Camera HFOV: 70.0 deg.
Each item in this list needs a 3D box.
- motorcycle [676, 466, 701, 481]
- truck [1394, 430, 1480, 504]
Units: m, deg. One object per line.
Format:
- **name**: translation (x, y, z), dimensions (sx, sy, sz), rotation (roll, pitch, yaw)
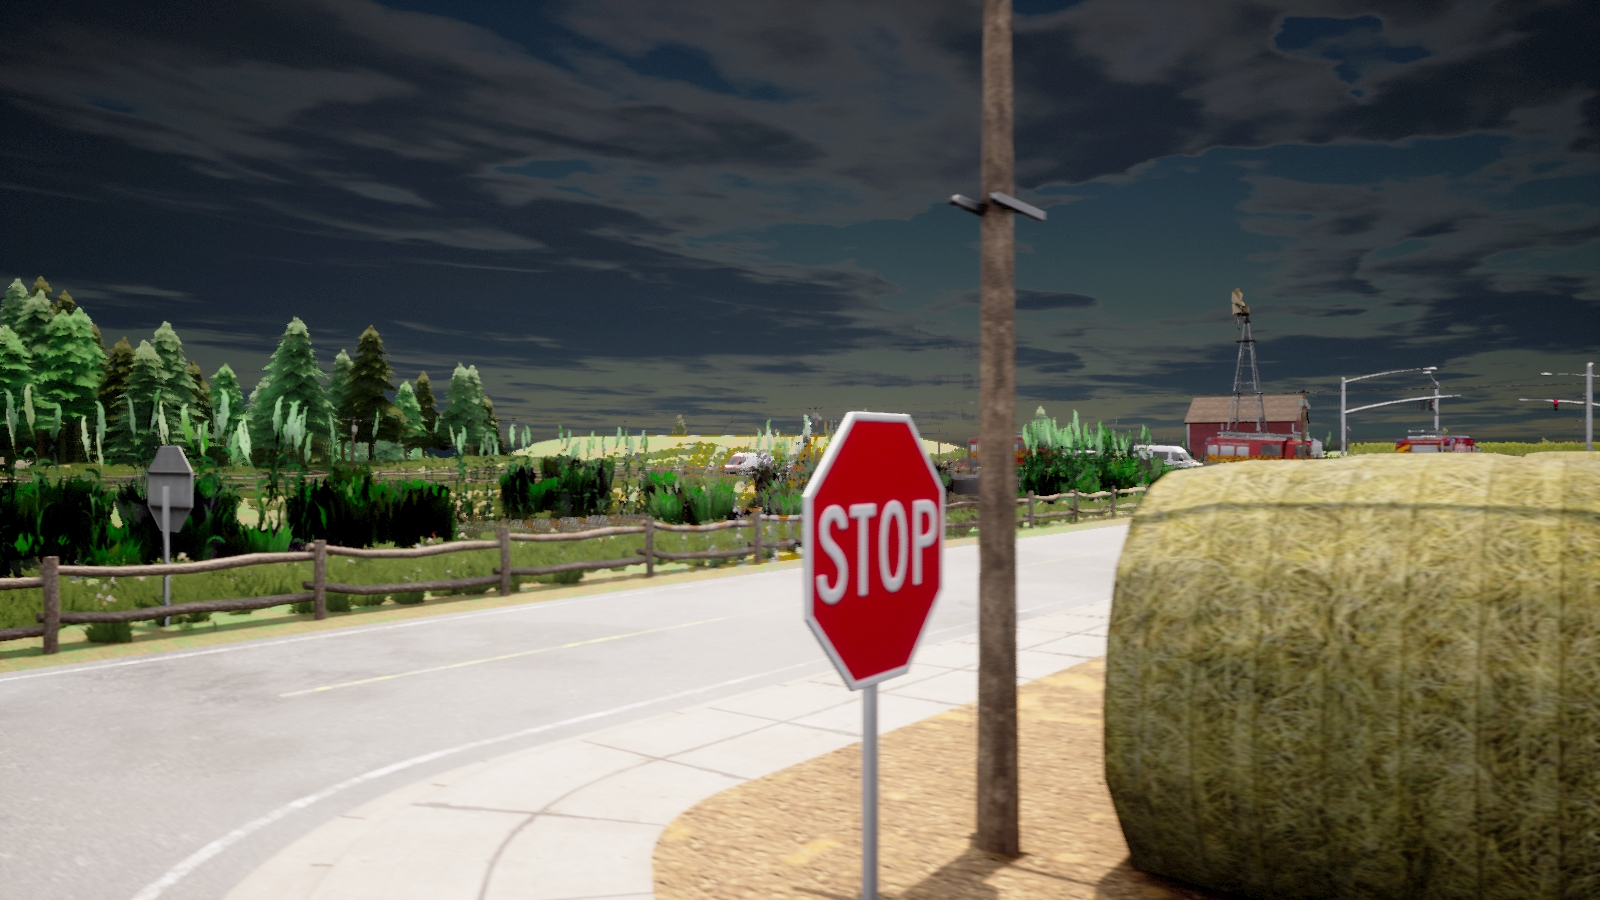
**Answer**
- **motorcycle**: translation (-9.972, 2.110, 102.068), dimensions (0.764, 1.307, 2.356), rotation (0, 0, 38)
- **truck**: translation (35.355, 0.855, 63.236), dimensions (2.891, 3.827, 8.468), rotation (0, 0, 38)
